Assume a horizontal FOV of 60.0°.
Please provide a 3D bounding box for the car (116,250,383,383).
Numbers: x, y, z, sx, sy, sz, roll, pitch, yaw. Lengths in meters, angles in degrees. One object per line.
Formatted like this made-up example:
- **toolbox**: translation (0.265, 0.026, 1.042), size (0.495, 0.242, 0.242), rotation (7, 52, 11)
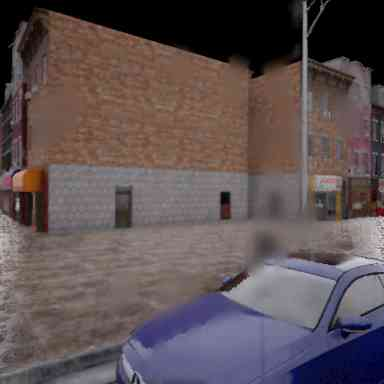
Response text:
- **car**: translation (1.435, 1.533, 4.082), size (4.674, 1.442, 1.812), rotation (0, 0, -34)
